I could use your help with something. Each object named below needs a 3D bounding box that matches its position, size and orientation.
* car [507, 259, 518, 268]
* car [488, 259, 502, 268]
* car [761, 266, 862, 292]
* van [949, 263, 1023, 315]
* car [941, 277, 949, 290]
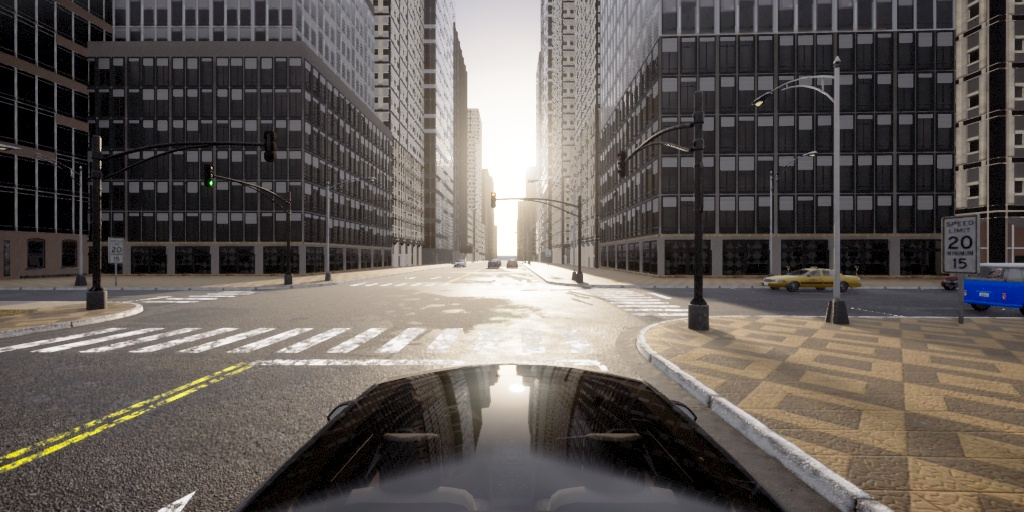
[{"bbox_3d":[0.039,1.425,63.657,1.994,1.385,4.181,0,0,0],"label":"car"},{"bbox_3d":[-3.212,1.336,62.826,1.882,1.535,5.008,0,0,0],"label":"car"},{"bbox_3d":[17.099,1.293,20.646,4.829,1.417,1.751,0,0,2],"label":"car"},{"bbox_3d":[18.365,1.119,12.474,3.998,1.789,1.690,0,0,2],"label":"van"},{"bbox_3d":[26.933,1.356,20.155,4.207,1.307,1.802,0,0,2],"label":"car"}]
